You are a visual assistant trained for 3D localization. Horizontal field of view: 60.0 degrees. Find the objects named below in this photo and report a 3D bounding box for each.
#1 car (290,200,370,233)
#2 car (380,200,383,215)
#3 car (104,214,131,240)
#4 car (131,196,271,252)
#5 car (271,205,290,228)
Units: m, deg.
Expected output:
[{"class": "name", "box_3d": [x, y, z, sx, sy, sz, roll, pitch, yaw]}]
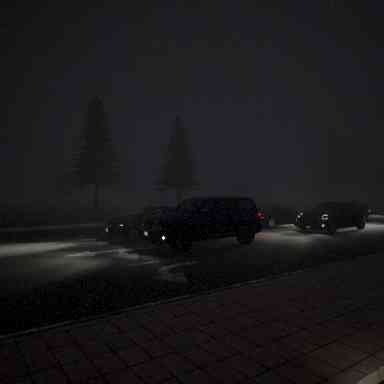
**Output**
[{"class": "car", "box_3d": [8.245, 1.352, 19.681, 4.553, 1.767, 2.097, 0, 0, -35]}, {"class": "car", "box_3d": [20.772, 1.505, 32.819, 4.892, 1.490, 1.837, 0, 0, -35]}, {"class": "car", "box_3d": [-1.918, 1.492, 16.735, 4.902, 1.511, 2.128, 0, 0, -35]}, {"class": "car", "box_3d": [0.531, 1.222, 14.191, 5.566, 2.045, 2.150, 0, 0, -34]}, {"class": "car", "box_3d": [5.343, 1.564, 21.917, 4.181, 1.385, 1.994, 0, 0, -36]}]
